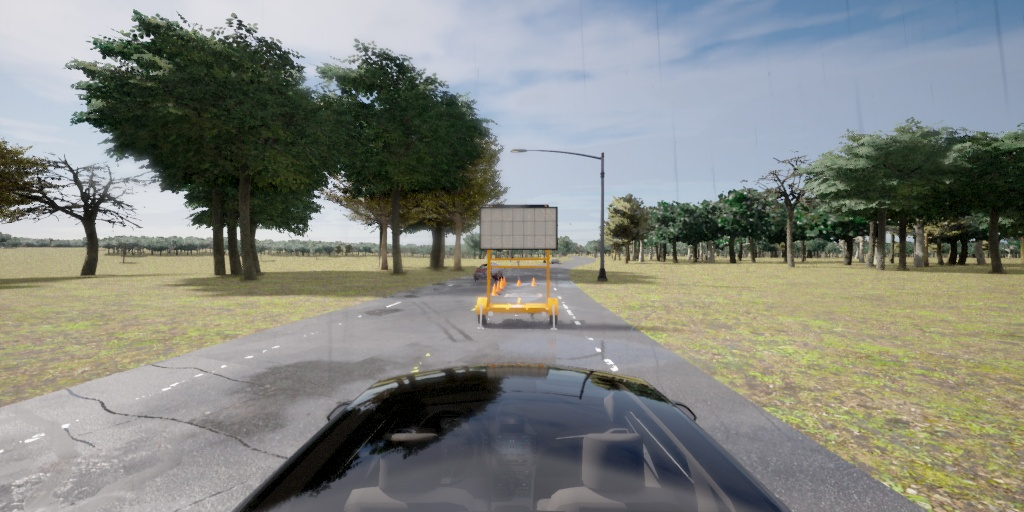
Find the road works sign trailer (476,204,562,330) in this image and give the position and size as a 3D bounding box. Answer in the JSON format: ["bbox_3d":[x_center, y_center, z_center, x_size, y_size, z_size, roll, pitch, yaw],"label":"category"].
[{"bbox_3d":[0.205,0.215,11.159,2.380,3.560,2.880,0,0,3],"label":"road works sign trailer"}]

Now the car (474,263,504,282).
[{"bbox_3d":[-1.897,1.292,29.833,1.812,1.442,4.674,0,0,7],"label":"car"}]
